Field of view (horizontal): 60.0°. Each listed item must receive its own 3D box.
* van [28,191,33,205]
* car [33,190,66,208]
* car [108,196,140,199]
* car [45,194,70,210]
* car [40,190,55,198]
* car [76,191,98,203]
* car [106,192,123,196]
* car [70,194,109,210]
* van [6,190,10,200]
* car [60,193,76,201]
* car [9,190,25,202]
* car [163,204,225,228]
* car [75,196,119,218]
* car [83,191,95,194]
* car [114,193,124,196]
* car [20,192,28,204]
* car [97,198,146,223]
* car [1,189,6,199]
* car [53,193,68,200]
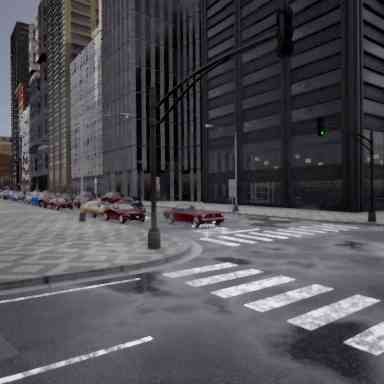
[{"bbox_3d":[-21.451,0.967,46.810,1.690,1.788,3.998,0,1,-36],"label":"van"},{"bbox_3d":[-18.151,0.993,42.254,2.192,1.841,5.009,0,1,-36],"label":"car"},{"bbox_3d":[-5.773,1.359,29.872,1.994,1.385,4.181,-1,1,-35],"label":"car"},{"bbox_3d":[-14.852,1.273,37.701,1.887,1.381,4.507,0,1,-36],"label":"car"},{"bbox_3d":[-34.339,0.505,79.138,2.192,1.841,5.009,0,1,-36],"label":"car"},{"bbox_3d":[-17.843,0.789,56.363,2.192,1.841,5.009,0,1,-36],"label":"car"},{"bbox_3d":[-11.245,0.894,47.253,2.192,1.841,5.009,0,1,-36],"label":"car"},{"bbox_3d":[-11.916,1.254,38.336,2.033,1.411,5.357,-1,1,-37],"label":"car"},{"bbox_3d":[-34.647,0.745,65.031,1.690,1.788,3.998,0,1,-36],"label":"van"},{"bbox_3d":[-24.442,0.944,65.476,1.802,1.307,4.206,0,1,-36],"label":"car"},{"bbox_3d":[-31.349,0.901,60.477,1.967,1.590,4.097,0,1,-36],"label":"car"},{"bbox_3d":[0.056,1.476,21.768,1.895,1.301,4.718,-1,1,-35],"label":"car"},{"bbox_3d":[-8.154,1.350,28.452,1.752,1.417,4.829,0,1,-36],"label":"car"},{"bbox_3d":[-15.864,1.062,49.153,2.128,1.511,4.902,-1,1,-35],"label":"car"},{"bbox_3d":[-7.947,1.195,42.700,1.947,1.339,4.313,0,1,-36],"label":"car"},{"bbox_3d":[-24.751,1.123,51.367,2.008,1.369,4.403,0,1,-36],"label":"car"},{"bbox_3d":[-4.954,1.414,24.034,1.887,1.381,4.507,0,1,-36],"label":"car"},{"bbox_3d":[-37.947,0.661,69.586,2.192,1.841,5.009,0,1,-36],"label":"car"},{"bbox_3d":[-27.742,0.849,70.030,1.887,1.381,4.507,0,1,-36],"label":"car"}]
